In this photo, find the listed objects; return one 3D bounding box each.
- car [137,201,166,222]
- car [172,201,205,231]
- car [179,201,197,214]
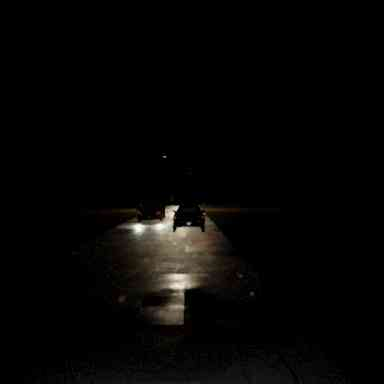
[{"bbox_3d":[-3.109,1.482,26.264,1.882,1.535,5.008,0,0,-1],"label":"car"},{"bbox_3d":[-0.199,1.488,20.013,1.812,1.442,4.674,0,0,-1],"label":"car"},{"bbox_3d":[-0.424,1.661,36.754,1.895,1.301,4.718,0,-1,-1],"label":"car"}]
